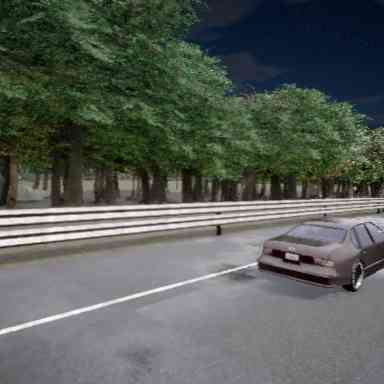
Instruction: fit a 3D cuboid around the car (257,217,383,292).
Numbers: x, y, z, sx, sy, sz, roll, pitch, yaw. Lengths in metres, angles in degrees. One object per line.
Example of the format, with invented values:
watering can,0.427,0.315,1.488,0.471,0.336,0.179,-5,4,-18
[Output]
car,3.832,1.366,8.558,5.357,1.411,2.033,0,3,-45
